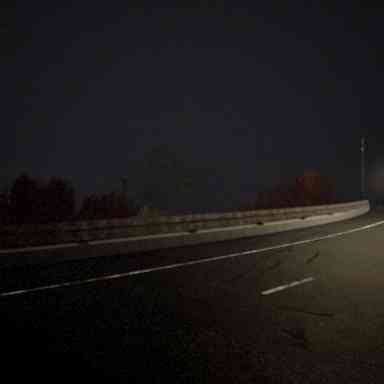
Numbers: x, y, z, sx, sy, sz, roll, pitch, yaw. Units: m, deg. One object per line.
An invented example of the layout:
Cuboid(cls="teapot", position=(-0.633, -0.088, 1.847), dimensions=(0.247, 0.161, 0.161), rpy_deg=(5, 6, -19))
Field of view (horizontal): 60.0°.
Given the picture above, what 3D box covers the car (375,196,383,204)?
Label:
Cuboid(cls="car", position=(35.798, 1.483, 61.845), dimensions=(1.812, 1.442, 4.674), rpy_deg=(0, 0, 14))
